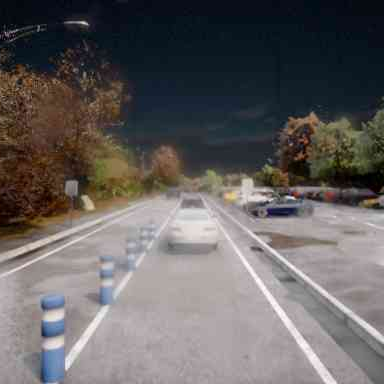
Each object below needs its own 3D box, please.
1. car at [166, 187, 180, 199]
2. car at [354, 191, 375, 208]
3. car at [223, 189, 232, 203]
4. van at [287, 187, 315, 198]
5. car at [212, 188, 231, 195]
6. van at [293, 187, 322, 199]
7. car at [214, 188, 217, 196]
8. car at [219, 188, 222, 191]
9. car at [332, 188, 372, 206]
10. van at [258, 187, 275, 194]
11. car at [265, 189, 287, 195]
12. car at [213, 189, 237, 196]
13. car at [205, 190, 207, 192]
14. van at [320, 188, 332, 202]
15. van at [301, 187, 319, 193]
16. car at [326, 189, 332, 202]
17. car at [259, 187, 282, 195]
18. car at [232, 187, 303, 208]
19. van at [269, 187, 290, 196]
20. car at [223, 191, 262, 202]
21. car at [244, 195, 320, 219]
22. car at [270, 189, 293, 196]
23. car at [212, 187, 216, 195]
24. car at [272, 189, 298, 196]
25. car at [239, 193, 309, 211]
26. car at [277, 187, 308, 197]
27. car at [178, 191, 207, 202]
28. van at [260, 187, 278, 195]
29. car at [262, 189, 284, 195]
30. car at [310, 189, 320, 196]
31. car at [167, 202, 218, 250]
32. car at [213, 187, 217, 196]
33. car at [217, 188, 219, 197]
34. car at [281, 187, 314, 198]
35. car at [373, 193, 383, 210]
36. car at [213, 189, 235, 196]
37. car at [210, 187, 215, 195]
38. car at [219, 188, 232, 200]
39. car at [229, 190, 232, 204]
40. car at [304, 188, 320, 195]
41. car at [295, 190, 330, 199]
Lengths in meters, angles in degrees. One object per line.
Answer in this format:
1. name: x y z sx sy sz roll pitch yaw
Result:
1. car: -3.233 0.135 58.639 2.150 2.045 5.566 0 1 1
2. car: 19.750 0.944 33.550 5.366 1.575 1.946 0 1 0
3. car: 6.715 0.807 39.223 5.366 1.575 1.946 0 1 0
4. van: 20.040 0.122 61.229 4.442 1.987 1.878 0 1 0
5. car: 7.202 -0.101 80.844 4.553 1.767 2.185 0 1 0
6. van: 20.251 0.168 58.458 4.442 1.987 1.878 0 1 0
7. car: 7.049 0.381 61.416 4.792 1.488 2.163 0 1 0
8. car: 6.983 0.548 50.312 4.892 1.521 2.231 0 1 0
9. car: 20.008 0.554 39.079 5.566 2.045 2.435 0 1 0
10. van: 20.516 -0.390 91.695 4.442 1.987 1.878 0 1 0
11. car: 20.309 0.062 80.621 4.674 1.452 2.002 0 1 0
12. car: 7.173 0.166 72.518 4.892 1.521 2.231 0 1 0
13. car: 7.372 -0.460 94.720 5.566 2.045 2.435 0 1 0
14. van: 20.142 0.438 44.741 4.442 1.987 1.878 0 1 0
15. van: 19.982 0.265 52.905 4.442 1.987 1.878 0 1 0
16. car: 19.974 0.764 41.855 4.792 1.488 2.163 0 1 0
17. car: 20.328 -0.325 86.281 5.566 2.045 2.435 0 1 0
18. car: 6.862 0.771 30.890 5.566 2.045 2.435 0 1 0
19. van: 20.407 -0.160 77.971 4.442 1.987 1.878 0 1 0
20. car: 7.152 0.602 47.544 5.366 1.575 1.946 0 1 0
21. car: 6.761 1.193 25.347 4.792 1.488 2.163 0 1 0
22. car: 20.271 0.153 75.207 4.674 1.452 2.002 0 1 0
23. car: 7.093 0.288 66.968 4.792 1.488 2.163 0 1 0
24. car: 20.240 0.161 72.312 5.008 1.535 2.097 0 1 0
25. car: 6.817 1.093 28.121 5.008 1.535 2.097 0 1 0
26. car: 20.173 0.003 66.767 5.566 2.045 2.435 0 1 0
27. car: 0.042 0.973 28.972 1.882 1.535 5.008 0 1 0
28. van: 20.495 -0.346 89.050 4.442 1.987 1.878 0 1 0
29. car: 20.328 -0.025 83.391 5.008 1.535 2.097 0 1 0
30. car: 20.076 0.628 47.518 4.792 1.488 2.163 0 1 0
31. car: 0.042 1.345 13.357 1.812 1.442 4.674 0 1 0
32. car: 7.071 0.334 64.192 4.792 1.488 2.163 0 1 0
33. car: 7.063 0.474 55.864 4.792 1.488 2.163 0 1 0
34. car: 20.150 0.050 63.997 5.566 2.045 2.435 0 1 0
35. car: 19.911 1.057 30.780 4.674 1.452 2.002 0 1 0
36. car: 7.182 0.119 75.294 4.892 1.521 2.231 0 1 0
37. car: 6.959 0.208 69.744 5.366 1.575 1.946 0 1 0
38. car: 6.760 0.664 44.895 5.366 1.575 1.946 0 1 0
39. car: 6.885 0.881 36.447 4.892 1.521 2.231 0 1 0
40. car: 20.097 0.572 50.157 4.792 1.488 2.163 0 1 0
41. car: 20.117 0.441 55.693 5.008 1.535 2.097 0 1 0
